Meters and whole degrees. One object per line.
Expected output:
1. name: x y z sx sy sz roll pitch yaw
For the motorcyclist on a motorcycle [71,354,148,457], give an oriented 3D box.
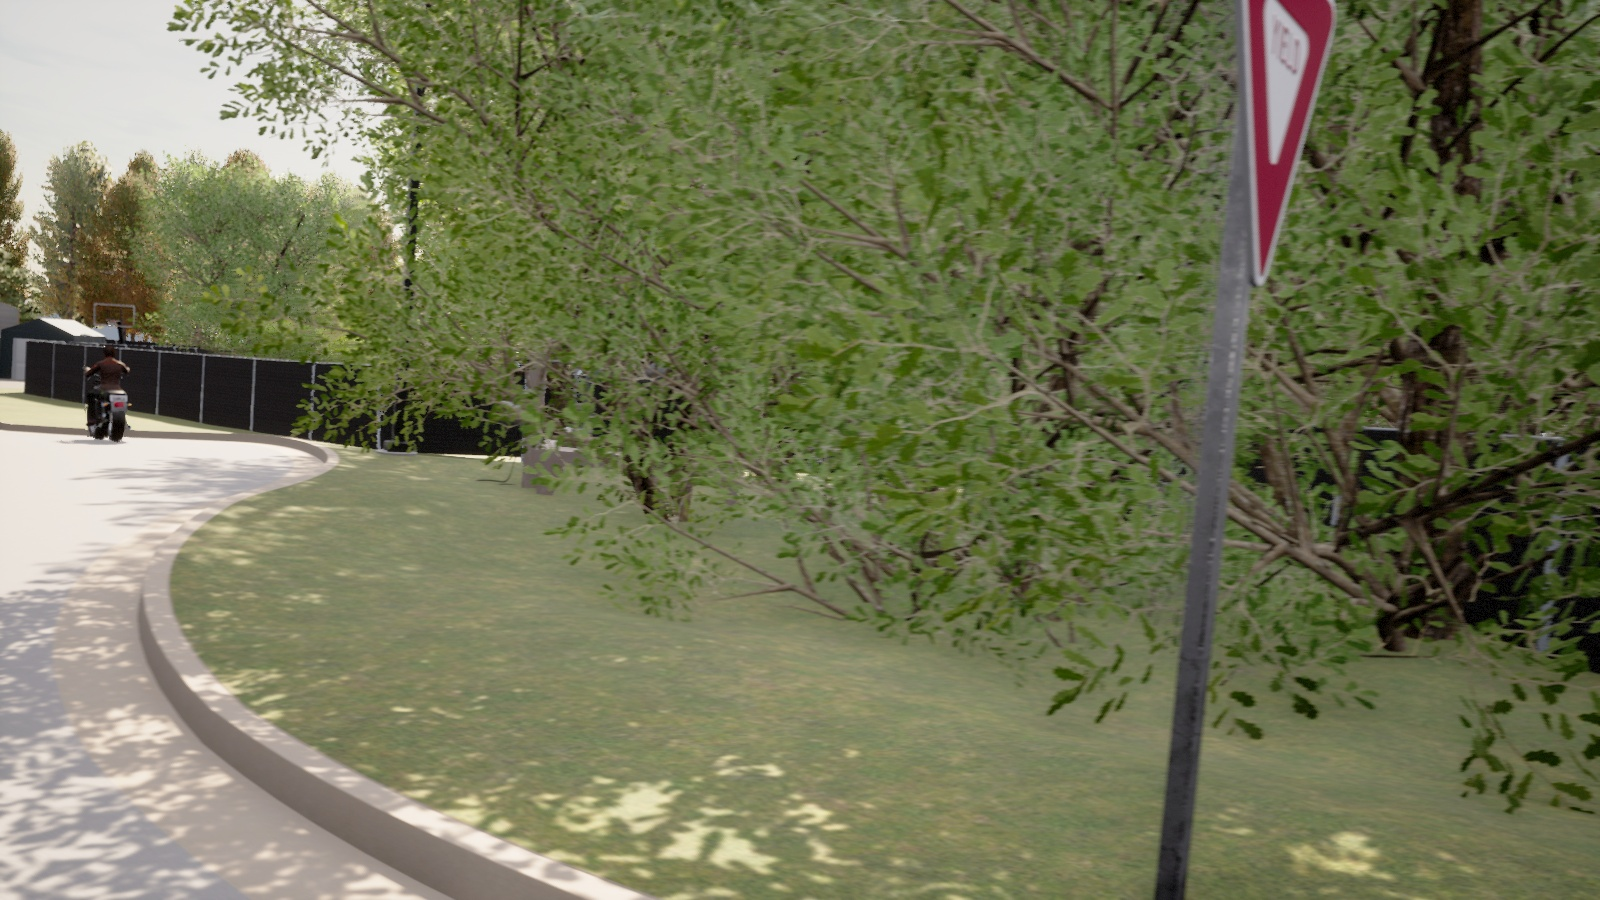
1. motorcyclist on a motorcycle: -11.750 -0.741 21.331 0.766 1.649 2.350 -1 1 -38
